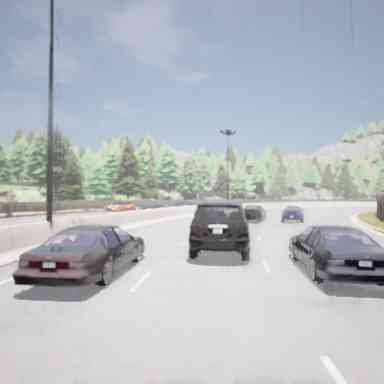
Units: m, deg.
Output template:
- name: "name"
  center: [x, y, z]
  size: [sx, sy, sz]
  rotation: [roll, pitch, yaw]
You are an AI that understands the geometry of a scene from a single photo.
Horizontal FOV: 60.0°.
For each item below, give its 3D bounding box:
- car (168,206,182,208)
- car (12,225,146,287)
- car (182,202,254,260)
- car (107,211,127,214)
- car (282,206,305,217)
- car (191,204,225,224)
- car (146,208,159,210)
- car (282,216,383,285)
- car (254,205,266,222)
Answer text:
- name: "car"
  center: [-1.562, 1.898, 41.364]
  size: [2.097, 1.767, 4.553]
  rotation: [0, -1, 24]
- name: "car"
  center: [-2.829, 1.660, 9.684]
  size: [2.033, 1.411, 5.357]
  rotation: [0, -1, 6]
- name: "car"
  center: [1.221, 1.412, 13.509]
  size: [2.150, 2.045, 5.566]
  rotation: [0, -1, 8]
- name: "car"
  center: [-9.103, 1.849, 41.528]
  size: [2.097, 1.767, 4.553]
  rotation: [0, -1, 24]
- name: "car"
  center: [9.388, 2.004, 30.829]
  size: [1.812, 1.442, 4.674]
  rotation: [0, -1, 20]
- name: "car"
  center: [1.554, 1.914, 29.609]
  size: [1.837, 1.490, 4.892]
  rotation: [0, -1, 18]
- name: "car"
  center: [-5.003, 2.098, 42.222]
  size: [1.994, 1.385, 4.181]
  rotation: [0, -1, 24]
- name: "car"
  center: [4.244, 1.712, 10.054]
  size: [2.033, 1.411, 5.357]
  rotation: [0, -1, 7]
- name: "car"
  center: [5.789, 1.936, 31.177]
  size: [1.882, 1.535, 5.008]
  rotation: [0, -1, 19]
